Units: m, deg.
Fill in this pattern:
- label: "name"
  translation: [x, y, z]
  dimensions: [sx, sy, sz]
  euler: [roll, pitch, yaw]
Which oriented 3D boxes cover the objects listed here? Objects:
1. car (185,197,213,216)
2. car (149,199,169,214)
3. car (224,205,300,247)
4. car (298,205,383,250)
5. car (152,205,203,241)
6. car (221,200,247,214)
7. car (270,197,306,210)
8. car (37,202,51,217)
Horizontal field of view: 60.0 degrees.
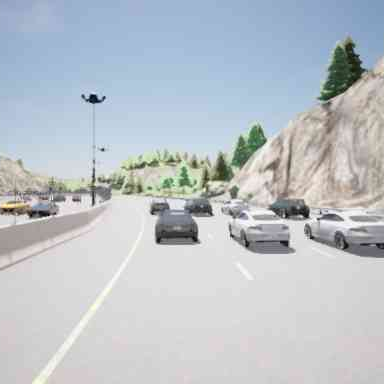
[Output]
- label: "car"
  translation: [0.535, 1.307, 32.192]
  dimensions: [2.097, 1.767, 4.553]
  euler: [0, 0, -10]
- label: "car"
  translation: [-3.373, 1.452, 34.121]
  dimensions: [2.128, 1.511, 4.902]
  euler: [0, 0, -11]
- label: "car"
  translation: [2.851, 1.499, 14.717]
  dimensions: [1.812, 1.442, 4.674]
  euler: [0, 0, -4]
- label: "car"
  translation: [6.413, 1.493, 14.006]
  dimensions: [1.812, 1.442, 4.674]
  euler: [0, 0, -4]
- label: "car"
  translation: [-0.832, 1.543, 16.528]
  dimensions: [1.994, 1.385, 4.181]
  euler: [0, 0, -5]
- label: "car"
  translation: [4.143, 1.473, 31.971]
  dimensions: [1.812, 1.442, 4.674]
  euler: [0, 0, -10]
- label: "car"
  translation: [8.203, 1.295, 28.721]
  dimensions: [2.097, 1.767, 4.553]
  euler: [0, 0, -9]
- label: "car"
  translation: [-13.582, 1.533, 30.791]
  dimensions: [2.033, 1.411, 5.357]
  euler: [0, 0, -10]
